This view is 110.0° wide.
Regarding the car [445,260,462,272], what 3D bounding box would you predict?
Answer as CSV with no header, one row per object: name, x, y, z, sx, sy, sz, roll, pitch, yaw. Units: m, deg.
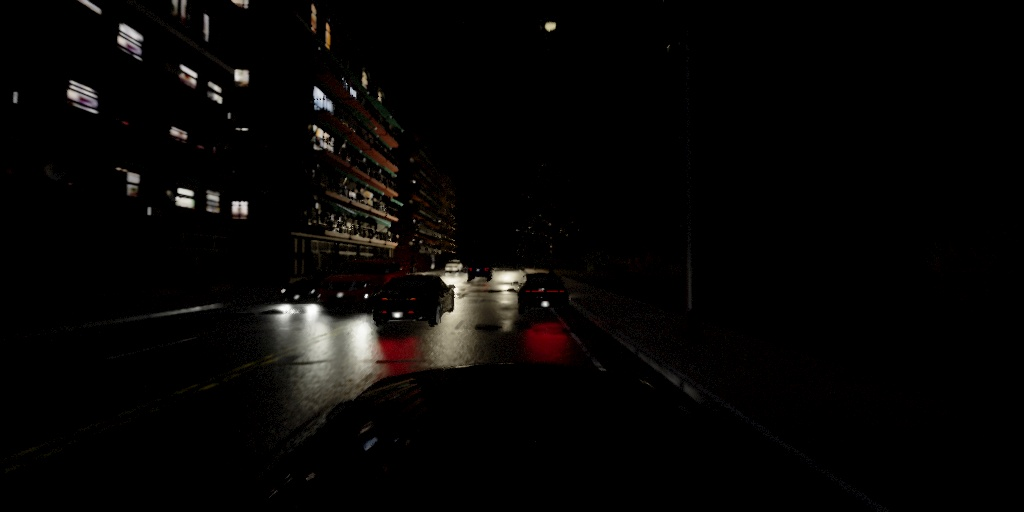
car,-9.767,1.748,60.394,2.150,2.045,5.566,0,-1,1

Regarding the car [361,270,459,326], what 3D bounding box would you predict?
car,-3.146,1.396,12.265,1.837,1.490,4.892,0,-1,0

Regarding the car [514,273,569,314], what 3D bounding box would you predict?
car,1.143,1.430,14.741,1.837,1.490,4.892,0,-1,0

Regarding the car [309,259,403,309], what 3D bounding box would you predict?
car,-6.593,1.169,16.522,2.150,2.045,5.566,0,-1,0

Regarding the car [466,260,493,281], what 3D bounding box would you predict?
car,-3.132,1.426,35.730,2.150,2.045,5.566,0,-1,0

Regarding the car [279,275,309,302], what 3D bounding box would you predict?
car,-9.845,1.529,19.052,2.033,1.411,5.357,0,-1,0
